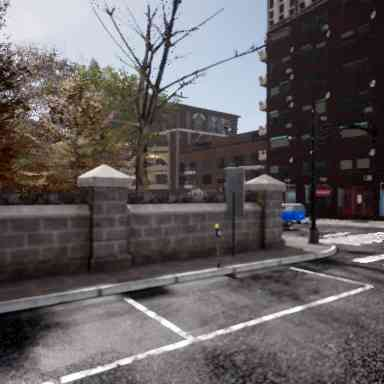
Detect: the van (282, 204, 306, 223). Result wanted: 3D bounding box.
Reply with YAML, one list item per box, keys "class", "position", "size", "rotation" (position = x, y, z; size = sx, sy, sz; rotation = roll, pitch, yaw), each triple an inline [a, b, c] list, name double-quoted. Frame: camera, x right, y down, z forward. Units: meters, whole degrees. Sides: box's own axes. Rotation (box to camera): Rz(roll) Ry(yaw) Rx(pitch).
- class: "van"
  position: [8.662, 1.973, 31.283]
  size: [1.690, 1.788, 3.998]
  rotation: [0, -1, -36]

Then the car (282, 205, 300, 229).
- class: "car"
  position: [5.511, 2.011, 25.797]
  size: [1.882, 1.535, 5.008]
  rotation: [1, -1, -36]
